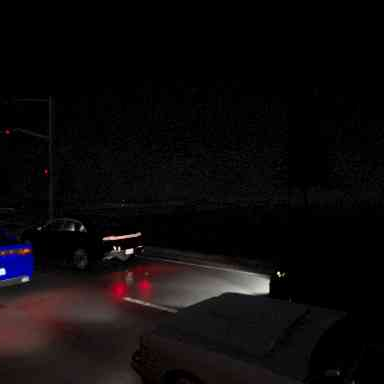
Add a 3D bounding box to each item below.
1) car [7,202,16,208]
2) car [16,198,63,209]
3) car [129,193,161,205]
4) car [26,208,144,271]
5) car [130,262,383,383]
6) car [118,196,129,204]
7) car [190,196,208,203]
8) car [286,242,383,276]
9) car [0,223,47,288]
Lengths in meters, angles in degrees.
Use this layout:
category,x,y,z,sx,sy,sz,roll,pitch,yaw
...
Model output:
category,x,y,z,sx,sy,sz,roll,pitch,yaw
car,-23.005,1.547,46.856,2.033,1.411,5.357,0,0,35
car,-18.422,1.491,41.184,2.128,1.511,4.902,0,0,35
car,-7.614,1.223,56.719,2.150,2.045,5.566,0,0,35
car,-3.764,1.492,10.962,4.902,1.511,2.128,0,0,36
car,1.716,1.601,2.770,4.718,1.301,1.895,0,0,36
car,-11.884,1.506,62.791,1.837,1.490,4.892,0,0,35
car,1.394,1.491,69.407,2.128,1.511,4.902,0,0,36
car,3.502,1.564,5.788,4.181,1.385,1.994,0,0,36
car,-5.899,1.478,8.186,5.008,1.535,1.882,0,0,36
